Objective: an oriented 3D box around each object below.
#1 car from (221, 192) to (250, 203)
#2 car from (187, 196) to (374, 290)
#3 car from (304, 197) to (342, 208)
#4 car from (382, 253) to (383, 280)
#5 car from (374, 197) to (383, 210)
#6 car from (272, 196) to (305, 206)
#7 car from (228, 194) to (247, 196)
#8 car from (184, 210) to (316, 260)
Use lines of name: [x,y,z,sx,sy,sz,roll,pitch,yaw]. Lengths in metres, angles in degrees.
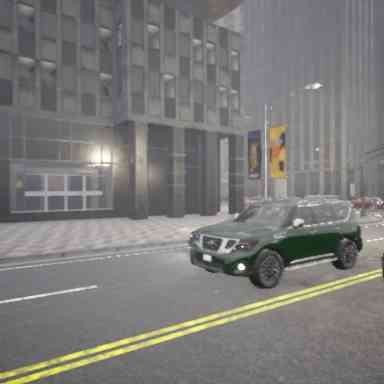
car: [7.589,0.968,57.979,2.192,1.841,5.009,0,0,-35]
car: [2.629,1.229,9.502,5.566,2.045,2.150,0,0,-35]
car: [17.341,1.372,44.210,1.947,1.339,4.313,0,0,-35]
car: [6.450,1.514,8.038,4.892,1.490,1.837,-1,0,-35]
car: [20.592,1.297,39.620,1.967,1.590,4.097,0,0,-35]
car: [14.089,1.306,48.801,2.008,1.369,4.403,0,0,-35]
car: [7.231,1.340,43.734,1.752,1.417,4.829,0,0,-35]
car: [2.458,1.555,13.352,5.357,1.411,2.033,0,0,-35]
